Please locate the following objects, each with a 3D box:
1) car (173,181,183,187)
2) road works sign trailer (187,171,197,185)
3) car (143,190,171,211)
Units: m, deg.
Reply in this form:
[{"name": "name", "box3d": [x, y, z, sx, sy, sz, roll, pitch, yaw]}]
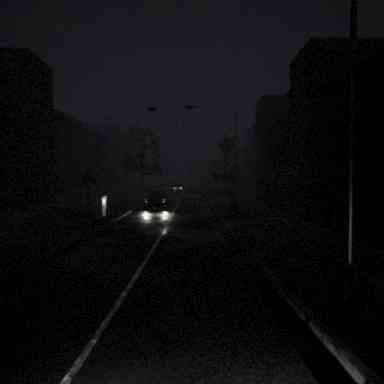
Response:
[{"name": "car", "box3d": [-2.980, -1.714, 70.427, 1.994, 1.385, 4.181, 0, 4, 0]}, {"name": "road works sign trailer", "box3d": [0.031, -3.644, 84.519, 2.380, 3.560, 2.880, 0, 4, 0]}, {"name": "car", "box3d": [-3.090, 0.627, 29.818, 2.097, 1.767, 4.553, 0, 3, 0]}]
